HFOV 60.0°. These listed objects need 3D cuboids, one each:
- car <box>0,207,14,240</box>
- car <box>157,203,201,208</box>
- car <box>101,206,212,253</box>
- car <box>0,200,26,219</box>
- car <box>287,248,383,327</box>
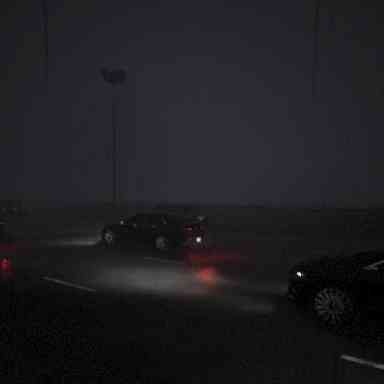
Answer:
[{"bbox_3d":[-10.751,1.570,15.966,4.674,1.442,1.812,0,0,36],"label":"car"},{"bbox_3d":[-1.258,1.380,17.793,4.553,1.767,2.097,0,0,36],"label":"car"},{"bbox_3d":[-1.716,1.528,13.818,4.892,1.490,1.837,0,0,36],"label":"car"},{"bbox_3d":[-16.213,1.426,28.464,4.553,1.767,2.097,0,0,36],"label":"car"},{"bbox_3d":[4.066,1.490,5.390,4.902,1.511,2.128,0,0,36],"label":"car"}]
